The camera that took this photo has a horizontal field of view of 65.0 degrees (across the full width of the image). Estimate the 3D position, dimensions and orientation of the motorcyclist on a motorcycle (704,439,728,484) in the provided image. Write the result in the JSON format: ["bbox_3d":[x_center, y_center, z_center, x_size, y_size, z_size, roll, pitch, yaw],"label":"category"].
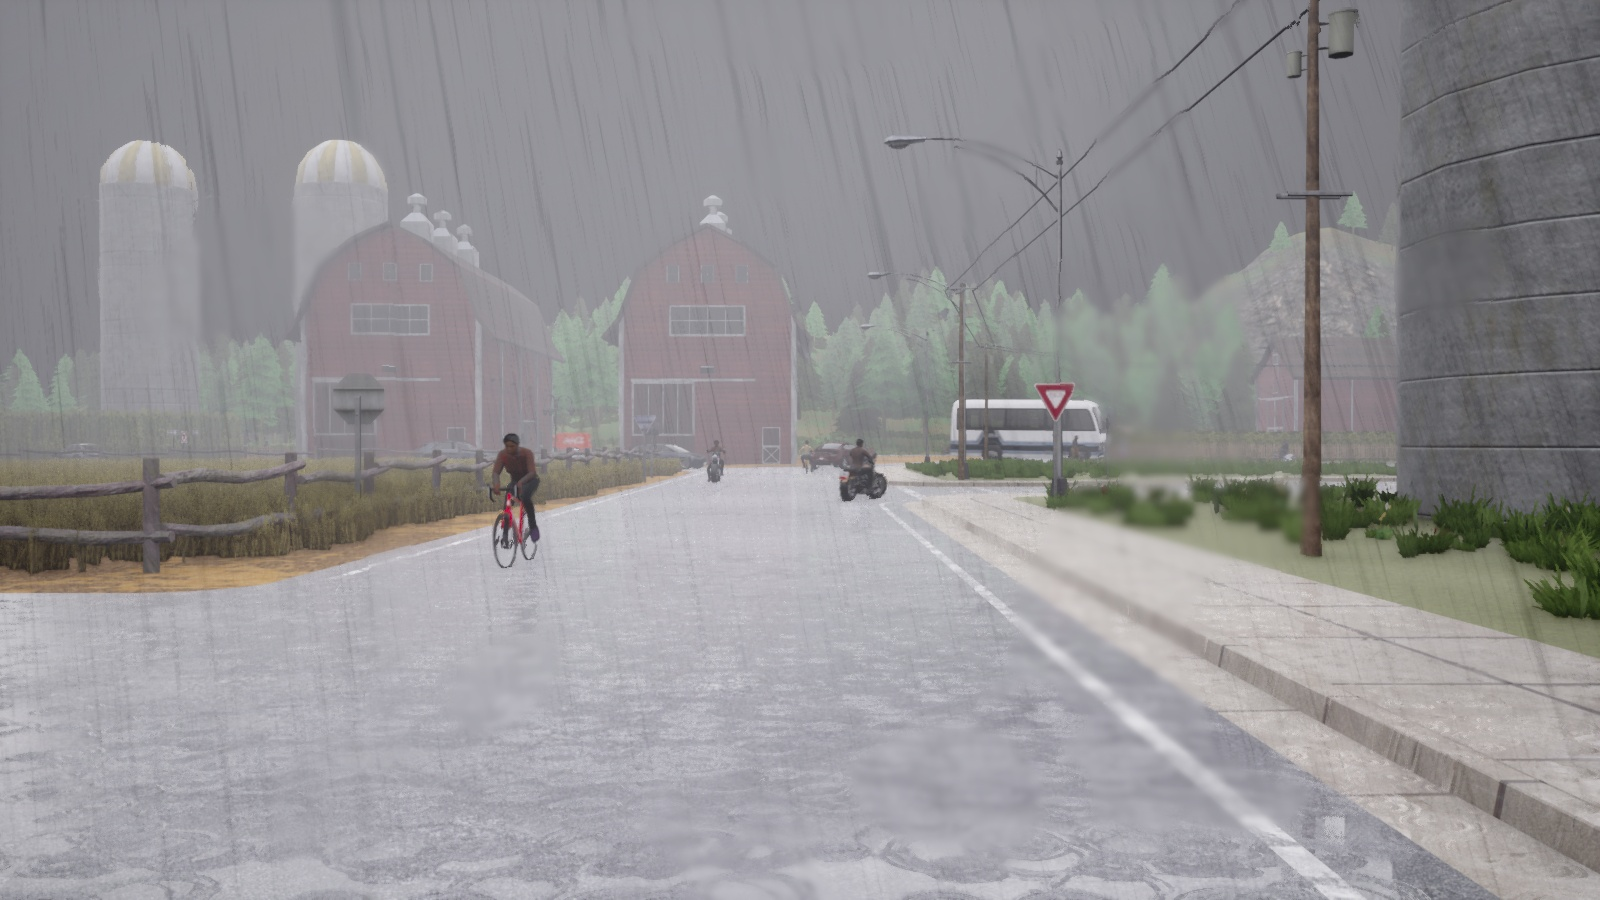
[{"bbox_3d":[-3.215,0.423,48.118,0.766,1.649,2.350,0,0,0],"label":"motorcyclist on a motorcycle"}]

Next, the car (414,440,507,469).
[{"bbox_3d":[-19.473,0.255,72.135,4.856,1.649,2.033,0,0,-3],"label":"car"}]

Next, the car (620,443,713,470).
[{"bbox_3d":[-7.544,0.339,71.106,4.792,1.488,2.163,0,0,19],"label":"car"}]

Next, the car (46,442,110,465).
[{"bbox_3d":[-46.651,0.216,81.148,3.806,1.475,1.970,0,0,31],"label":"car"}]

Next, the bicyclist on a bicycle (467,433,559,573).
[{"bbox_3d":[-3.485,0.610,15.387,0.582,1.620,1.656,-1,1,5],"label":"bicyclist on a bicycle"}]

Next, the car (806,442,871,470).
[{"bbox_3d":[2.227,0.300,71.231,1.882,1.535,5.008,0,1,25],"label":"car"}]

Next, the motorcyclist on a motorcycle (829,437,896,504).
[{"bbox_3d":[1.648,0.514,32.642,0.766,1.649,2.350,2,1,28],"label":"motorcyclist on a motorcycle"}]

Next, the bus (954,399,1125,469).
[{"bbox_3d":[15.519,-1.120,81.539,10.273,4.253,3.944,1,2,23],"label":"bus"}]
